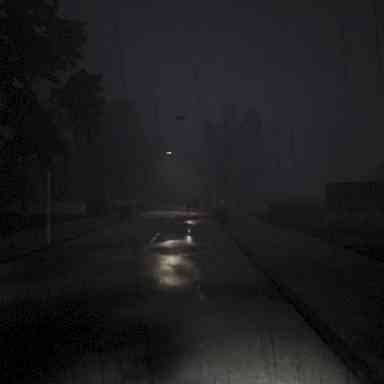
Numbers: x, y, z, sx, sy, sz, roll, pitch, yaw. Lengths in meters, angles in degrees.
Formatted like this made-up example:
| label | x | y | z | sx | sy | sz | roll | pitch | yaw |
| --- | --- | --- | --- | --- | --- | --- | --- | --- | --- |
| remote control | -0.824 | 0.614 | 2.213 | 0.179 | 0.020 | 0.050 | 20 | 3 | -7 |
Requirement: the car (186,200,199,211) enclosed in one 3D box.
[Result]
| label | x | y | z | sx | sy | sz | roll | pitch | yaw |
| --- | --- | --- | --- | --- | --- | --- | --- | --- | --- |
| car | 0.094 | 1.936 | 49.108 | 1.837 | 1.490 | 4.892 | 0 | -1 | 0 |

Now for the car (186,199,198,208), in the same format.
| label | x | y | z | sx | sy | sz | roll | pitch | yaw |
| --- | --- | --- | --- | --- | --- | --- | --- | --- | --- |
| car | -0.007 | 2.069 | 59.452 | 2.033 | 1.411 | 5.357 | 0 | -1 | 0 |
